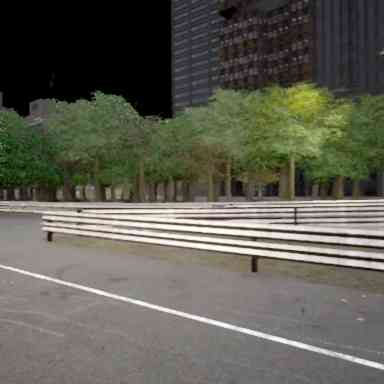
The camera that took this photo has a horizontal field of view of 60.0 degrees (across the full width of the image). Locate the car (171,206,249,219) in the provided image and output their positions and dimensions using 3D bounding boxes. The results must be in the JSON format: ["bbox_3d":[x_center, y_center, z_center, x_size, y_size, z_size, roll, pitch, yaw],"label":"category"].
[{"bbox_3d":[1.073,1.508,20.250,4.718,1.301,1.895,-1,0,12],"label":"car"}]
